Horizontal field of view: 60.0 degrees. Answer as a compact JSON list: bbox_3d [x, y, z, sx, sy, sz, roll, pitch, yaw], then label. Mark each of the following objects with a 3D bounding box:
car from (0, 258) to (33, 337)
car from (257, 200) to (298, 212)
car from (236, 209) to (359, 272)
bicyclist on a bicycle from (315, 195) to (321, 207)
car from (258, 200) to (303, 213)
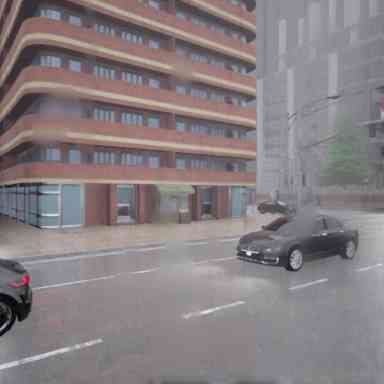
[{"bbox_3d":[-4.689,1.564,4.928,4.181,1.385,1.994,0,0,-36],"label":"car"},{"bbox_3d":[8.612,1.526,33.261,1.812,1.442,4.674,0,0,-36],"label":"car"},{"bbox_3d":[3.587,1.505,10.912,4.892,1.490,1.837,0,0,-36],"label":"car"},{"bbox_3d":[17.779,1.301,46.912,1.656,1.620,0.582,0,0,-36],"label":"bicyclist on a bicycle"},{"bbox_3d":[9.875,1.601,37.430,1.895,1.301,4.718,0,0,-36],"label":"car"}]
